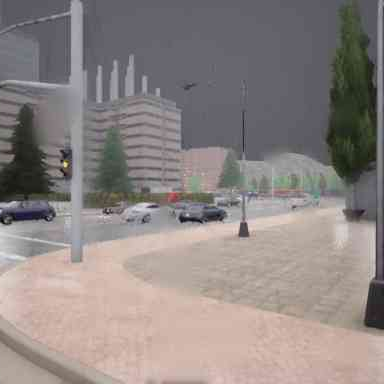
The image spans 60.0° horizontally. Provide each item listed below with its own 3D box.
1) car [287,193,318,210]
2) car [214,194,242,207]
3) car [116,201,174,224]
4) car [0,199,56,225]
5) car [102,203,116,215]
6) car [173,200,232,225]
[{"bbox_3d":[14.962,1.221,43.954,2.150,2.045,5.566,0,0,36],"label":"car"},{"bbox_3d":[5.470,1.505,49.020,1.837,1.490,4.892,0,0,37],"label":"car"},{"bbox_3d":[-3.150,1.525,24.997,1.812,1.442,4.674,0,0,36],"label":"car"},{"bbox_3d":[-12.495,1.352,24.387,2.097,1.767,4.553,0,0,36],"label":"car"},{"bbox_3d":[-6.651,1.564,32.437,1.994,1.385,4.181,0,0,36],"label":"car"},{"bbox_3d":[0.875,1.564,24.579,1.994,1.385,4.181,0,0,36],"label":"car"}]
